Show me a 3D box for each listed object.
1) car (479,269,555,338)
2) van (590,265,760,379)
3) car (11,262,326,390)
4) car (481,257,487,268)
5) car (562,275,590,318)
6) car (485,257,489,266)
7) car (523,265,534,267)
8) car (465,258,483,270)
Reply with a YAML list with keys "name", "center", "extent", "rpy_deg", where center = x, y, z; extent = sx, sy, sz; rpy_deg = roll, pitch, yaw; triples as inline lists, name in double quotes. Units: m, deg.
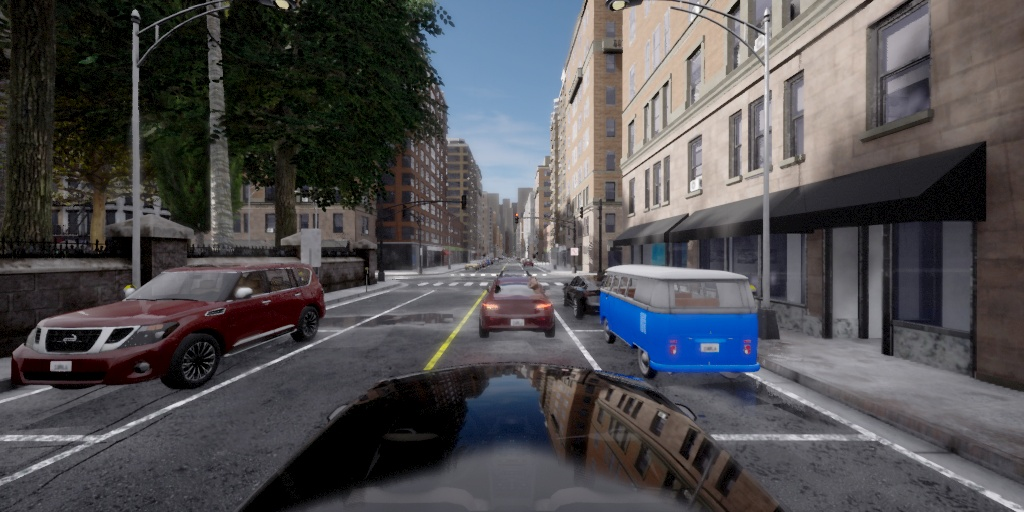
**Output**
- name: "car"
  center: [0.126, 1.274, 10.074]
  extent: [1.812, 1.442, 4.674]
  rpy_deg: [0, 0, 0]
- name: "van"
  center: [2.870, 1.090, 7.033]
  extent: [1.690, 1.789, 3.998]
  rpy_deg: [0, 0, 0]
- name: "car"
  center: [-5.655, 1.064, 7.014]
  extent: [2.192, 1.841, 5.009]
  rpy_deg: [0, 0, 0]
- name: "car"
  center: [-5.530, 1.271, 56.153]
  extent: [2.007, 1.370, 4.403]
  rpy_deg: [0, 0, 0]
- name: "car"
  center: [2.884, 1.313, 12.693]
  extent: [1.948, 1.339, 4.313]
  rpy_deg: [0, 0, 0]
- name: "car"
  center: [-5.517, 1.265, 61.605]
  extent: [1.888, 1.381, 4.507]
  rpy_deg: [0, 0, 0]
- name: "car"
  center: [0.119, 1.345, 18.896]
  extent: [1.895, 1.301, 4.718]
  rpy_deg: [0, 0, -1]
- name: "car"
  center: [-5.545, 1.248, 50.533]
  extent: [1.751, 1.417, 4.829]
  rpy_deg: [0, 0, 0]
